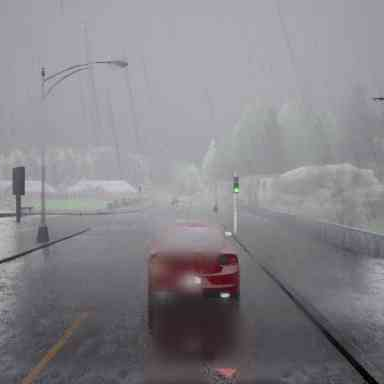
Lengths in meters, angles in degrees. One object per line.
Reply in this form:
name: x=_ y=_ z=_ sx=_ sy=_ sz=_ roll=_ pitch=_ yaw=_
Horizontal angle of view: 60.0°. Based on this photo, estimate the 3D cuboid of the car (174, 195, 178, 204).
car: x=-4.123 y=1.526 z=60.699 sx=1.812 sy=1.442 sz=4.674 roll=0 pitch=0 yaw=1

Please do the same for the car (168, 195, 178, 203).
car: x=-4.050 y=1.500 z=70.865 sx=1.837 sy=1.490 sz=4.892 roll=0 pitch=0 yaw=0

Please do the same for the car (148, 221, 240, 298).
car: x=0.053 y=1.478 z=8.552 sx=1.882 sy=1.535 sz=5.008 roll=0 pitch=0 yaw=0

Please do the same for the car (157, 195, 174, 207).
car: x=-4.130 y=1.526 z=50.781 sx=1.812 sy=1.442 sz=4.674 roll=0 pitch=0 yaw=0
